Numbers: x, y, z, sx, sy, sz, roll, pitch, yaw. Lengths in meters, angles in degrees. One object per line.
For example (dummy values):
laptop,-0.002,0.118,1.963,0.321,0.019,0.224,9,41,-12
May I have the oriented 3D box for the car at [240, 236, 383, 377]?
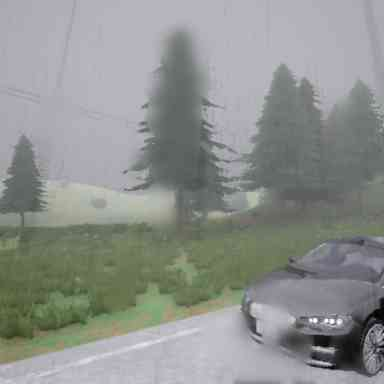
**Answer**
car,2.977,1.561,5.713,4.902,1.511,2.128,1,-1,-35
